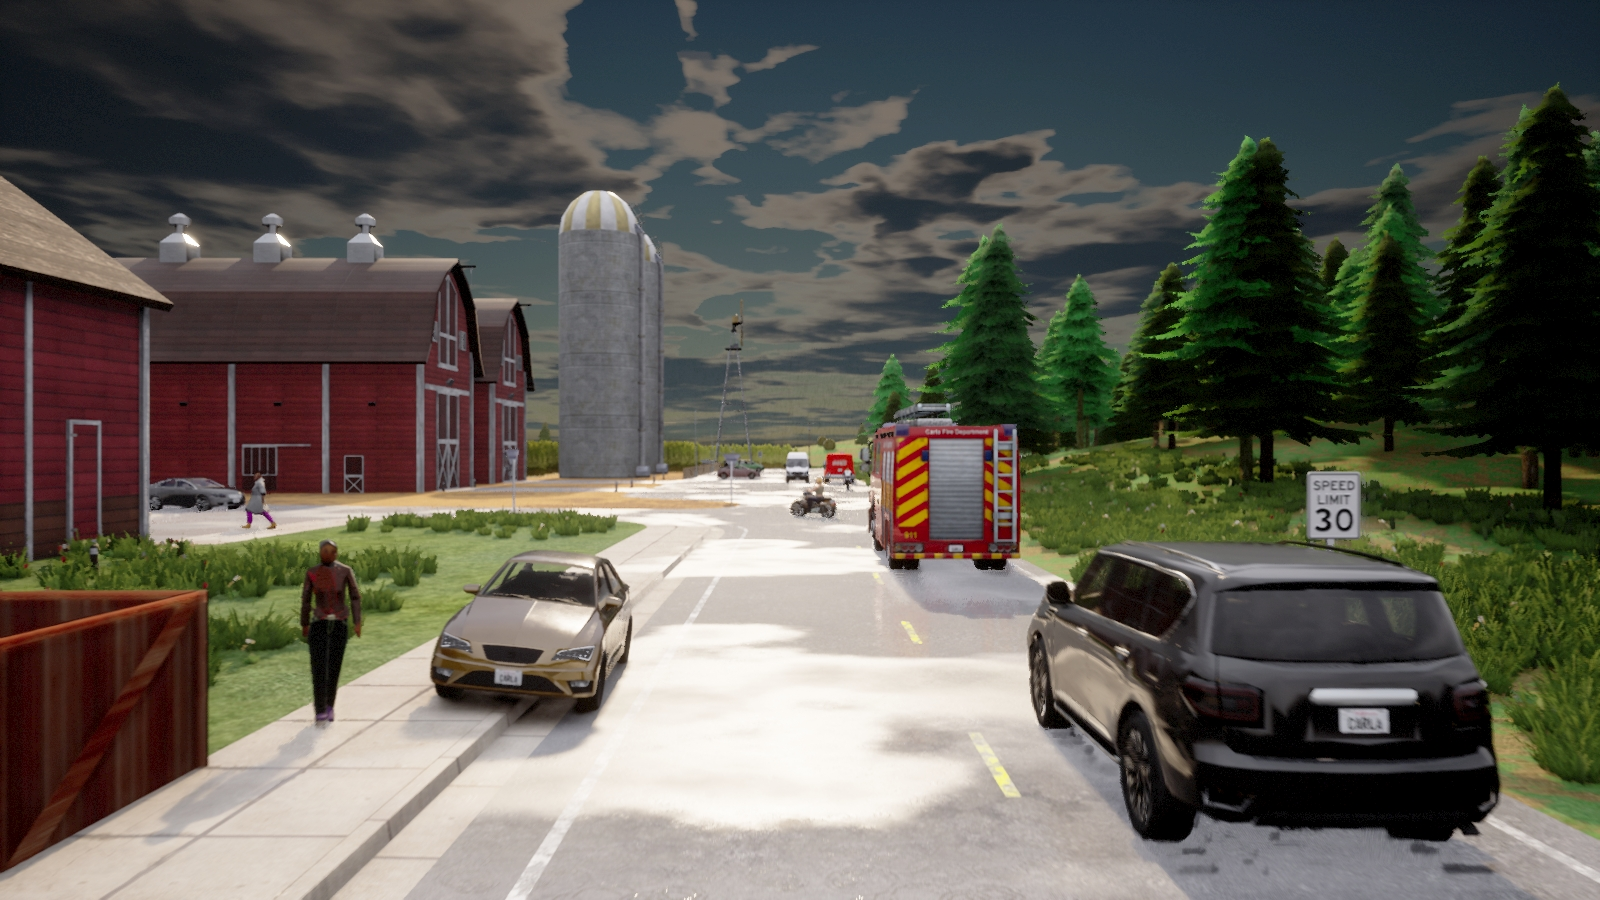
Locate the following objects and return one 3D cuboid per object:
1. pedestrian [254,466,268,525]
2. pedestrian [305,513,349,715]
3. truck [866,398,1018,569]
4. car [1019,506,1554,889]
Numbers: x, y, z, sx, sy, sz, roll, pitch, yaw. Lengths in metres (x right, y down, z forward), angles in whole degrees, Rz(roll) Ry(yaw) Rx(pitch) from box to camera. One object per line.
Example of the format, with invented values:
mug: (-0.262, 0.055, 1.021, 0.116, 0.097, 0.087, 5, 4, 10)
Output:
pedestrian: (-17.251, 1.457, 36.576, 0.375, 1.860, 0.375, 0, 0, -18)
pedestrian: (-4.518, 1.551, 10.933, 0.375, 1.860, 0.375, 0, 0, -20)
truck: (3.426, 0.741, 29.788, 2.891, 3.827, 8.468, 0, 0, 0)
car: (3.482, 1.636, 9.700, 2.150, 2.045, 5.566, 0, 0, 0)
